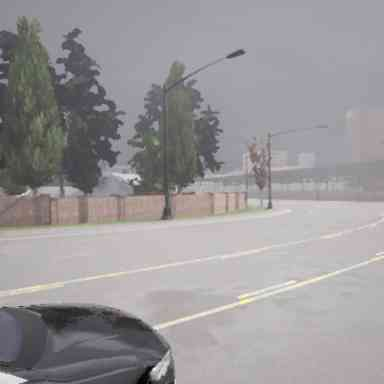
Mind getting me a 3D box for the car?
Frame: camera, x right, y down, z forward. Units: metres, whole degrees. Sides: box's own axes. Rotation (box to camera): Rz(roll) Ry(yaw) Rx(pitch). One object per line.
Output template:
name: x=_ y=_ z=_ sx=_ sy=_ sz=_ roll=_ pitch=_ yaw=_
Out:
car: x=-2.382 y=1.496 z=2.205 sx=4.902 sy=1.511 sz=2.128 roll=0 pitch=0 yaw=-35
